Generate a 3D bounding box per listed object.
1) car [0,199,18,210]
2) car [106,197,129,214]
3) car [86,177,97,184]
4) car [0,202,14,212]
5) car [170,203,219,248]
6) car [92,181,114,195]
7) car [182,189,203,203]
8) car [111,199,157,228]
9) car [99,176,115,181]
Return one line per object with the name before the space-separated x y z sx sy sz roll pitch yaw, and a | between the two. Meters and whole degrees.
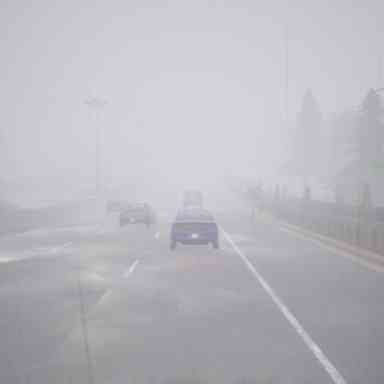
car | -17.585 1.345 30.033 1.994 1.385 4.181 0 2 0
car | -6.904 1.178 32.122 1.882 1.535 5.008 0 2 0
car | -20.926 -2.532 70.331 1.895 1.301 4.718 0 7 0
car | -14.096 1.544 21.873 1.895 1.301 4.718 0 0 0
car | 0.098 1.441 14.569 1.882 1.535 5.008 0 0 0
car | -14.032 -0.376 51.762 1.812 1.442 4.674 0 8 0
car | 0.095 0.639 37.429 2.150 2.045 5.566 0 4 0
car | -3.403 1.435 21.475 2.128 1.511 4.902 0 0 0
car | -17.428 -2.581 69.916 1.837 1.490 4.892 0 7 0
